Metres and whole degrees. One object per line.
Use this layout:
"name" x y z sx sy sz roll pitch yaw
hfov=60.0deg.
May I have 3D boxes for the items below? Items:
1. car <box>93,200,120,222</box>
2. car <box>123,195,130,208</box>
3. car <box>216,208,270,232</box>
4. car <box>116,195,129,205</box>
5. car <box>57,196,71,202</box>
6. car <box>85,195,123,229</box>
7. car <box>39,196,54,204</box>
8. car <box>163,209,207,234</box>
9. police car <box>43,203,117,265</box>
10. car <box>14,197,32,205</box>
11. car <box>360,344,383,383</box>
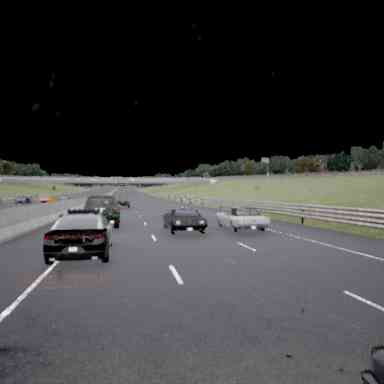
"car" -6.977 1.476 27.539 1.882 1.535 5.008 0 0 -11
"car" -10.109 1.378 48.366 2.097 1.767 4.553 0 0 -11
"car" 2.856 1.594 19.936 1.895 1.301 4.718 0 0 -11
"car" -12.646 1.373 60.523 2.097 1.767 4.553 0 0 -12
"car" -23.652 1.540 61.662 1.812 1.442 4.674 0 0 -11
"car" -5.801 1.218 21.680 2.150 2.045 5.566 0 0 -11
"car" -27.390 1.489 62.558 1.882 1.535 5.008 0 0 -12
"car" -0.550 1.594 19.120 1.895 1.301 4.718 0 0 -11
"police car" -3.864 1.418 11.942 1.930 1.638 5.238 0 0 -11
"car" -30.440 1.578 59.969 1.994 1.385 4.181 0 0 -11
"car" 3.034 1.547 0.963 2.033 1.411 5.357 0 0 -11
